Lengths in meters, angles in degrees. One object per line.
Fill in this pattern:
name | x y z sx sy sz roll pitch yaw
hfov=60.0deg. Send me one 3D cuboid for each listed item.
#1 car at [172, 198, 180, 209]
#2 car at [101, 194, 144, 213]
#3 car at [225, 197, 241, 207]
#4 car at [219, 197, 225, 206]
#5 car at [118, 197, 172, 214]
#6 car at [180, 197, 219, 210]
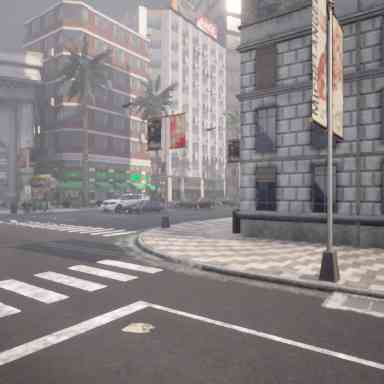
car | -1.663 1.526 45.798 1.812 1.442 4.674 0 0 37
car | -7.670 1.221 37.800 2.150 2.045 5.566 0 0 36
car | 7.550 1.564 51.169 4.181 1.385 1.994 0 0 -43
car | 4.995 1.491 53.551 4.902 1.511 2.128 0 0 -44
car | -4.957 1.547 35.605 2.033 1.411 5.357 0 0 36
car | 1.013 1.478 43.578 1.882 1.535 5.008 0 0 38
